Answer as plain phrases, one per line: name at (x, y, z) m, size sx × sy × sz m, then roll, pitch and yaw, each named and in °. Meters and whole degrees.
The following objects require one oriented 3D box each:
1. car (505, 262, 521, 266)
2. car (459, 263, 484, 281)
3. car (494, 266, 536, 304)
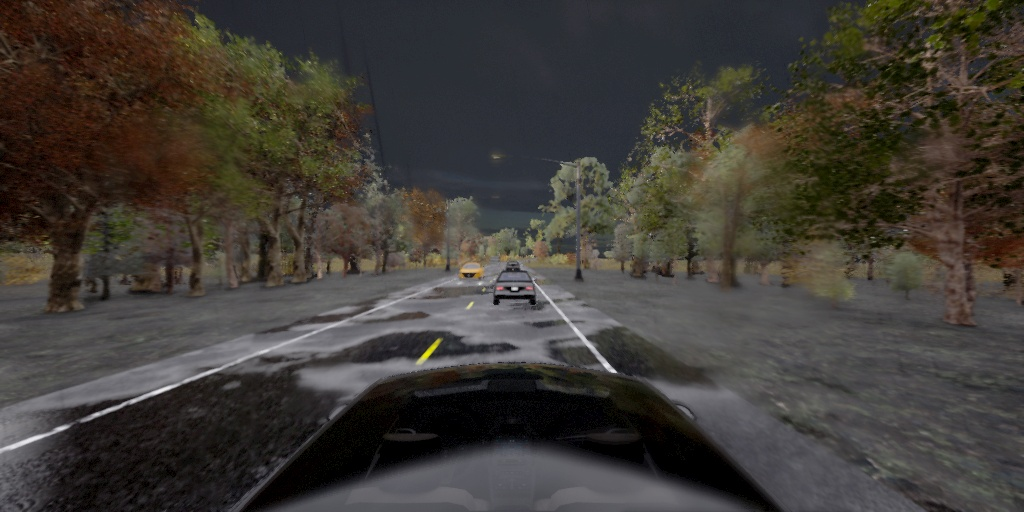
car at (0.122, 1.464, 47.265) m, size 1.837 × 1.490 × 4.892 m, roll 0°, pitch 0°, yaw 0°
car at (-3.569, 1.368, 32.302) m, size 1.882 × 1.535 × 5.008 m, roll 0°, pitch 0°, yaw 0°
car at (0.107, 1.367, 16.831) m, size 2.033 × 1.411 × 5.357 m, roll 0°, pitch 0°, yaw 0°
